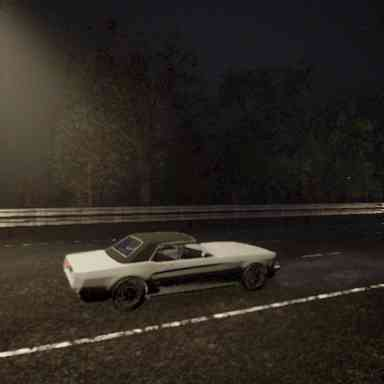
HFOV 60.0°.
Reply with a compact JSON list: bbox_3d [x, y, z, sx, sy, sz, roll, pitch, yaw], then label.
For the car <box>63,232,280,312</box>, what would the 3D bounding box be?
[{"bbox_3d":[-0.336,1.598,7.583,4.718,1.301,1.895,0,0,-26],"label":"car"}]
